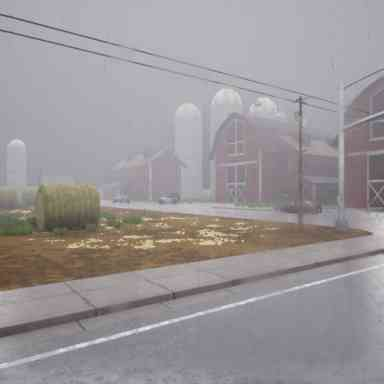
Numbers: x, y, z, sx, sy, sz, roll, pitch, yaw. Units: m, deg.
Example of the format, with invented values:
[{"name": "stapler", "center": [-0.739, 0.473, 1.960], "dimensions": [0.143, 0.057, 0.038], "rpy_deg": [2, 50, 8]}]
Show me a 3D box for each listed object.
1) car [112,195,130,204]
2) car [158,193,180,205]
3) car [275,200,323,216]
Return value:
[{"name": "car", "center": [-13.738, 1.324, 64.023], "dimensions": [2.097, 1.767, 4.553], "rpy_deg": [0, 0, -37]}, {"name": "car", "center": [-3.967, 1.116, 57.661], "dimensions": [3.866, 1.878, 1.905], "rpy_deg": [-2, 5, 11]}, {"name": "car", "center": [10.106, 1.476, 31.720], "dimensions": [1.812, 1.442, 4.674], "rpy_deg": [0, 0, -36]}]
